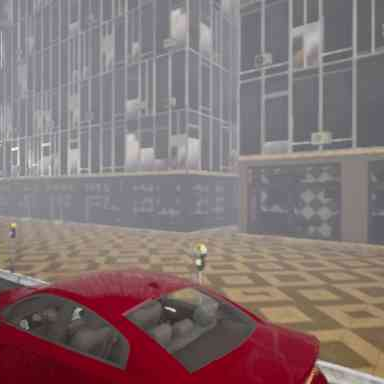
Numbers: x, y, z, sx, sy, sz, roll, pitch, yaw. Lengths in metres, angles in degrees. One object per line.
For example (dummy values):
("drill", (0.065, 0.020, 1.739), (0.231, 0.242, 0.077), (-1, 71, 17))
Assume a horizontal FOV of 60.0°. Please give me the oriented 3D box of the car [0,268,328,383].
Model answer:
("car", (-0.967, 1.532, 3.569), (4.507, 1.381, 1.887), (0, 0, 36))
